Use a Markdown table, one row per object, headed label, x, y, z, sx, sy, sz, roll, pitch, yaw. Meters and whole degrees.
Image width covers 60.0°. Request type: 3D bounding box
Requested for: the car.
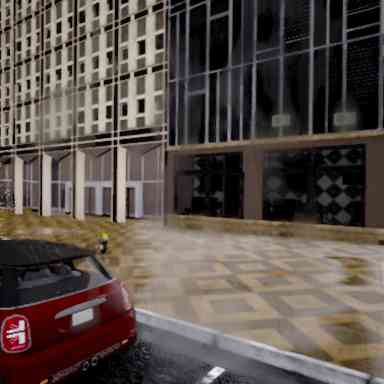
| label | x | y | z | sx | sy | sz | roll | pitch | yaw |
| --- | --- | --- | --- | --- | --- | --- | --- | --- | --- |
| car | -2.806 | 1.417 | 4.866 | 4.097 | 1.590 | 1.967 | 0 | 1 | 36 |
